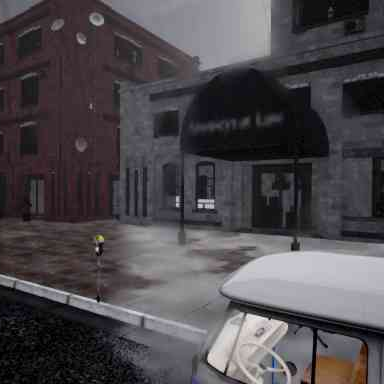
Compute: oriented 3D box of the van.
[{"bbox_3d":[1.790,1.341,1.627,3.998,1.788,1.690,0,1,34],"label":"van"}]
